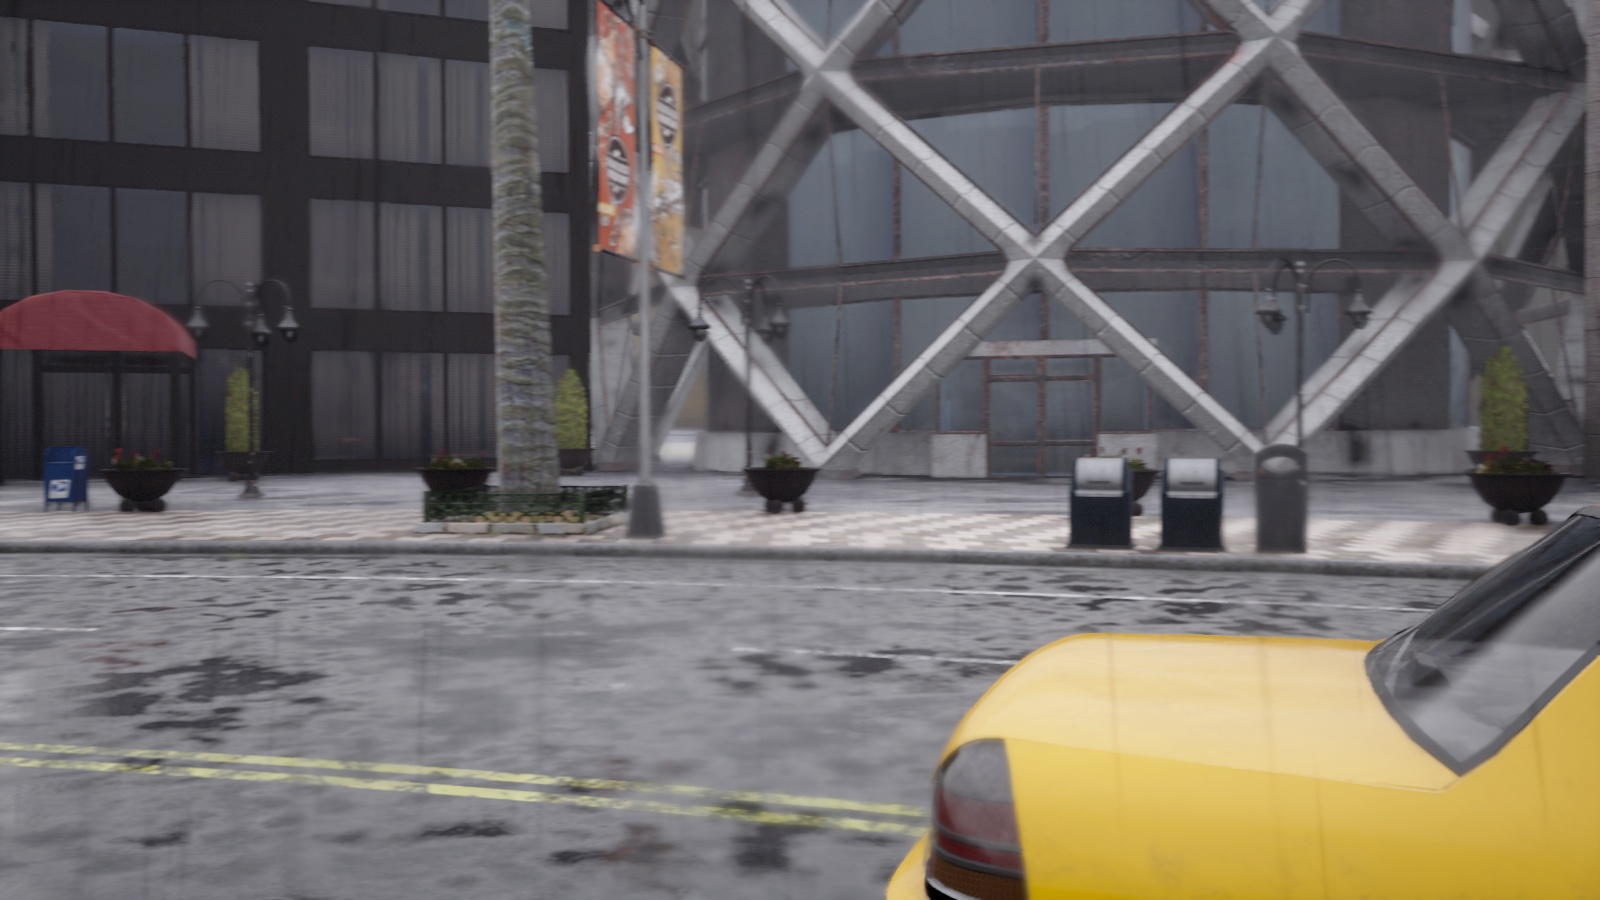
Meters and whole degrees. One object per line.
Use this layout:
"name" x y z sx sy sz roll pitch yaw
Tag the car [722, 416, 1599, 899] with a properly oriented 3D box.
"car" 2.679 0.734 2.242 5.366 1.575 1.801 1 1 21
